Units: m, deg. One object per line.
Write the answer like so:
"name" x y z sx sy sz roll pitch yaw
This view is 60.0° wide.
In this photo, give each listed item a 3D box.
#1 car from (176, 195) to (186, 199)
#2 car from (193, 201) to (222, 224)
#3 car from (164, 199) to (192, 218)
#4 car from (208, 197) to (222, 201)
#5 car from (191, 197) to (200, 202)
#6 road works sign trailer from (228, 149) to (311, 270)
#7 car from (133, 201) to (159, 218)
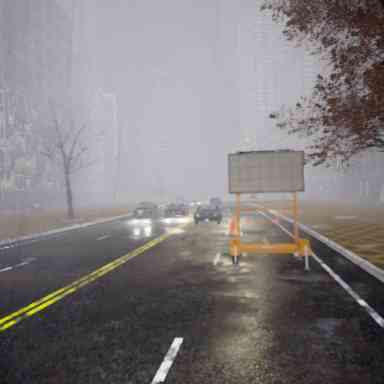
"car" -2.505 1.512 75.127 1.837 1.490 4.892 -2 0 0
"car" 1.282 1.638 25.188 1.895 1.301 4.718 -2 0 7
"car" -1.459 1.690 31.818 1.994 1.385 4.181 -2 0 6
"car" 3.508 1.500 50.384 1.882 1.535 5.008 -2 0 3
"car" 0.766 1.670 73.696 1.895 1.301 4.718 -2 0 0
"road works sign trailer" 2.422 0.433 10.914 2.380 3.560 2.880 -2 0 8
"car" -4.551 1.706 33.467 2.128 1.511 4.902 -2 0 6
